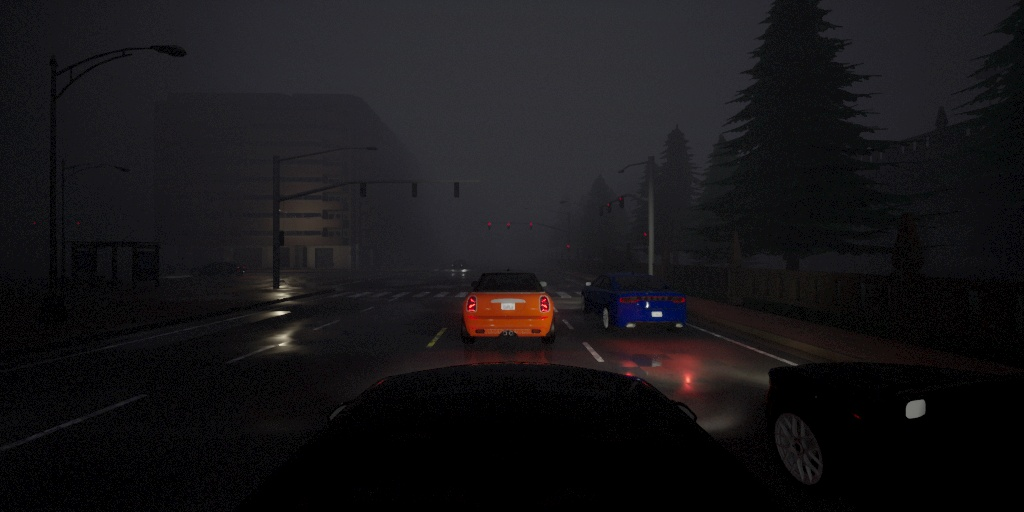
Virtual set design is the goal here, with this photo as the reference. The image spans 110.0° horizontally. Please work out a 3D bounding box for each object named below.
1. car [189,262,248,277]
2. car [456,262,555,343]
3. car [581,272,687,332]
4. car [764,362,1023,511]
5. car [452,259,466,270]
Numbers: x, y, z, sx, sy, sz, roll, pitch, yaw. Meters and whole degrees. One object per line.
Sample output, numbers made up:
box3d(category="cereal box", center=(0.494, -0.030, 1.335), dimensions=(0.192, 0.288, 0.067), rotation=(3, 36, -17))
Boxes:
box3d(category="car", center=(-29.110, 1.310, 35.615), dimensions=(4.892, 1.490, 1.837), rotation=(0, 0, -1))
box3d(category="car", center=(-0.081, 1.102, 9.813), dimensions=(2.097, 1.767, 4.553), rotation=(0, 0, 0))
box3d(category="car", center=(3.418, 1.228, 10.957), dimensions=(1.882, 1.535, 5.008), rotation=(0, 0, 0))
box3d(category="car", center=(3.288, 1.228, 1.431), dimensions=(1.882, 1.535, 5.008), rotation=(0, 0, 3))
box3d(category="car", center=(-7.910, 1.254, 54.167), dimensions=(1.837, 1.490, 4.892), rotation=(0, 0, 0))
